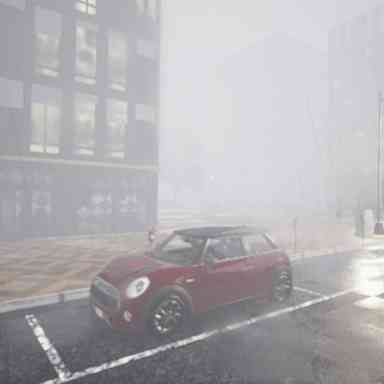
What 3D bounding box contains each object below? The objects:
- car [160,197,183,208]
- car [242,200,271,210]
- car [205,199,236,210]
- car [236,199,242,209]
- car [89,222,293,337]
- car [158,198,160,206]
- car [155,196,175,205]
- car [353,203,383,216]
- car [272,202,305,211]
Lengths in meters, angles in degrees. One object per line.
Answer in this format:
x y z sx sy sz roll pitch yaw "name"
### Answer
-3.012 1.882 55.295 1.887 1.381 4.507 1 -1 -35 "car"
10.382 1.990 50.872 1.887 1.381 4.507 1 -1 -35 "car"
3.538 1.827 46.037 2.008 1.369 4.403 1 -1 -35 "car"
7.107 1.917 55.502 1.967 1.590 4.097 1 -1 -35 "car"
0.108 1.461 6.622 4.097 1.590 1.967 0 1 -36 "car"
-6.287 1.914 59.925 1.887 1.381 4.507 1 -1 -35 "car"
-5.992 1.917 74.021 2.192 1.841 5.009 1 -1 -35 "car"
20.207 1.919 36.984 1.947 1.339 4.313 1 -1 -35 "car"
13.656 1.997 46.242 1.802 1.307 4.206 1 -1 -35 "car"
